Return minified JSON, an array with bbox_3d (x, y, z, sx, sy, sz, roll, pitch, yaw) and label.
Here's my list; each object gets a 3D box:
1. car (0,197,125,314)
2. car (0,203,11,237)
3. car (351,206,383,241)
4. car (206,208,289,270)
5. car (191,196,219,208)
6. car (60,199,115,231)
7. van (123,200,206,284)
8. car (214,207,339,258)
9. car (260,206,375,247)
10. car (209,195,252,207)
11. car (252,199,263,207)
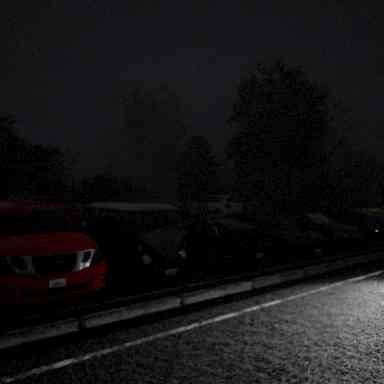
[{"bbox_3d":[-3.992,1.274,8.184,2.435,2.045,5.566,0,0,-35],"label":"car"},{"bbox_3d":[-11.786,1.522,18.954,1.946,1.575,5.366,0,0,-35],"label":"car"},{"bbox_3d":[7.329,1.564,16.276,2.163,1.488,4.792,0,0,-35],"label":"car"},{"bbox_3d":[0.537,1.530,11.419,2.231,1.521,4.892,0,0,-35],"label":"car"},{"bbox_3d":[-0.335,1.408,26.878,2.185,1.767,4.553,0,0,-35],"label":"car"},{"bbox_3d":[-7.014,1.403,22.069,2.185,1.767,4.553,0,0,-35],"label":"car"},{"bbox_3d":[-1.772,1.302,9.649,1.878,1.987,4.442,0,0,-35],"label":"van"},{"bbox_3d":[2.821,1.561,13.010,2.163,1.488,4.792,0,0,-35],"label":"car"},{"bbox_3d":[5.074,1.573,14.645,2.002,1.452,4.674,0,0,-35],"label":"car"},{"bbox_3d":[2.041,1.284,28.559,2.435,2.045,5.566,0,0,-35],"label":"car"},{"bbox_3d":[4.349,1.412,30.120,2.185,1.767,4.553,0,0,-35],"label":"car"}]
